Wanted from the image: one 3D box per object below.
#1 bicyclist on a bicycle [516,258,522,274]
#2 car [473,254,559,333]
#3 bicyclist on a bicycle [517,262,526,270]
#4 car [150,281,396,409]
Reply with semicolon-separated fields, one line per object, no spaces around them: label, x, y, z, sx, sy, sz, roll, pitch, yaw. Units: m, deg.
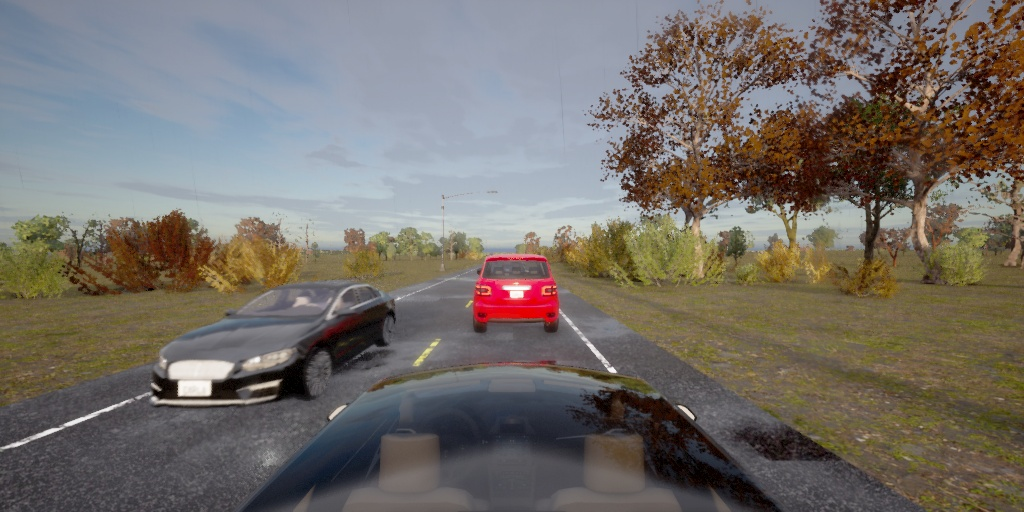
bicyclist on a bicycle;0.801;1.103;40.076;0.659;1.776;1.843;0;0;0
car;0.083;0.967;10.884;2.150;2.045;5.566;0;0;-1
bicyclist on a bicycle;0.872;1.108;30.063;0.659;1.776;1.843;0;0;0
car;-3.607;1.239;6.525;2.128;1.511;4.902;0;0;0
